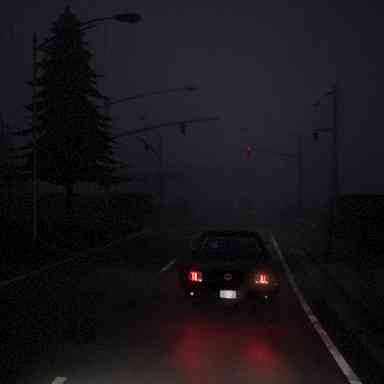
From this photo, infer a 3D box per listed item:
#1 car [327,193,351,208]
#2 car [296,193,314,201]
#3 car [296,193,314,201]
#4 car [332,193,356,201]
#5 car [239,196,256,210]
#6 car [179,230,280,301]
[{"bbox_3d":[20.193,1.330,43.072,5.027,1.636,2.152,0,0,10],"label":"car"},{"bbox_3d":[27.239,1.077,79.992,3.866,1.878,1.905,0,0,10],"label":"car"},{"bbox_3d":[26.063,1.361,76.823,3.806,1.475,1.970,0,0,10],"label":"car"},{"bbox_3d":[34.421,1.097,75.395,4.605,1.855,1.932,0,0,10],"label":"car"},{"bbox_3d":[7.181,1.352,43.278,2.097,1.767,4.553,0,0,10],"label":"car"},{"bbox_3d":[0.980,1.601,8.337,1.895,1.301,4.718,0,0,8],"label":"car"}]
